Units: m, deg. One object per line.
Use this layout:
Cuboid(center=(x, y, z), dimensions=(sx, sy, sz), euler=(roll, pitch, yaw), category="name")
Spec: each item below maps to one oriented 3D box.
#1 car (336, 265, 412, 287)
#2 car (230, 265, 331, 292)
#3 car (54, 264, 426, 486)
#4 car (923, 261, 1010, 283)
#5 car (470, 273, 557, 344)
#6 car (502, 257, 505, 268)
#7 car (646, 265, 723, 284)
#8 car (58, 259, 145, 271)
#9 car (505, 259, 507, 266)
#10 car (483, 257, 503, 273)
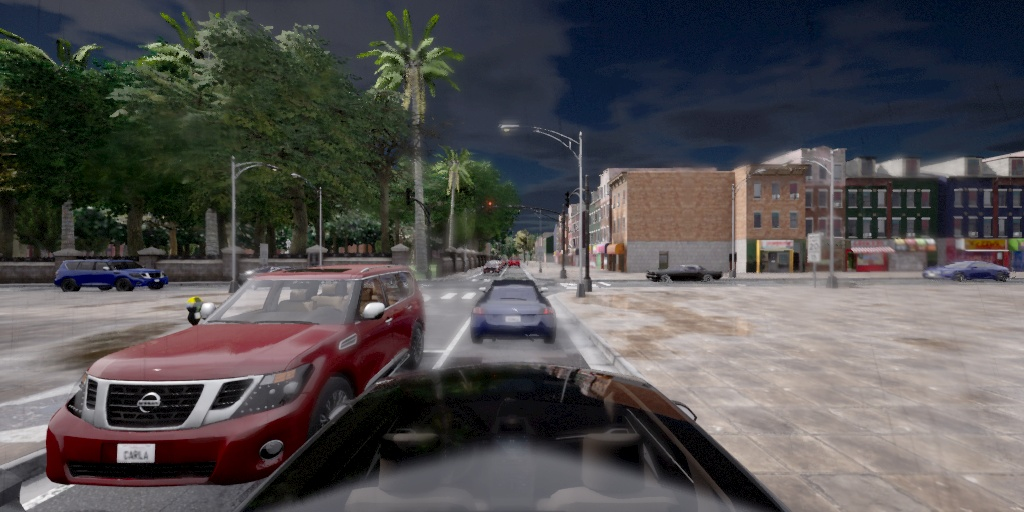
Cuboid(center=(-9.693, 1.374, 25.417), dimensions=(4.674, 1.442, 1.812), euler=(-1, 0, 0), category="car")
Cuboid(center=(-14.344, 1.386, 22.480), dimensions=(4.902, 1.511, 2.128), euler=(-1, 0, -1), category="car")
Cuboid(center=(-2.621, 1.065, 5.029), dimensions=(2.192, 1.841, 5.009), euler=(0, 0, 0), category="car")
Cuboid(center=(31.897, 1.086, 25.203), dimensions=(4.674, 1.442, 1.812), euler=(0, 0, 0), category="car")
Cuboid(center=(0.045, 1.317, 9.644), dimensions=(1.994, 1.385, 4.181), euler=(0, 0, 1), category="car")
Cuboid(center=(-2.349, 1.291, 48.862), dimensions=(1.967, 1.591, 4.097), euler=(0, 0, 0), category="car")
Cuboid(center=(12.015, 1.272, 25.308), dimensions=(4.718, 1.301, 1.895), euler=(0, 0, 0), category="car")
Cuboid(center=(-25.076, 1.221, 22.541), dimensions=(5.566, 2.045, 2.150), euler=(-1, 0, 0), category="car")
Cuboid(center=(-2.280, 1.485, 60.240), dimensions=(1.802, 1.307, 4.207), euler=(0, 0, 0), category="car")
Cuboid(center=(-2.385, 1.269, 43.175), dimensions=(1.967, 1.591, 4.097), euler=(0, 0, 0), category="car")
